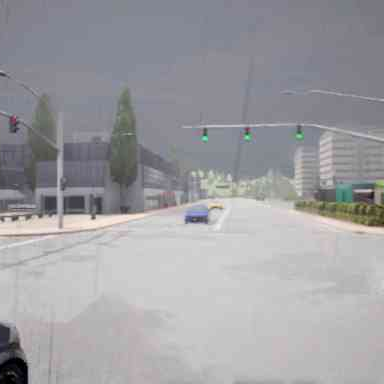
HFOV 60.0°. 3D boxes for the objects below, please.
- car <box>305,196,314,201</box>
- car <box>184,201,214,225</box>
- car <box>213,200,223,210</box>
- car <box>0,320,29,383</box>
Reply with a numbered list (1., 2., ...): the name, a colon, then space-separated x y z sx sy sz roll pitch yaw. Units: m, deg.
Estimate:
1. car: 28.217 1.912 75.081 3.866 1.878 1.905 0 -1 6
2. car: 0.546 1.838 27.811 1.882 1.535 5.008 0 0 7
3. car: 3.941 2.113 53.676 1.882 1.535 5.008 0 -1 7
4. car: -2.865 1.608 1.808 1.994 1.385 4.181 0 -1 7
